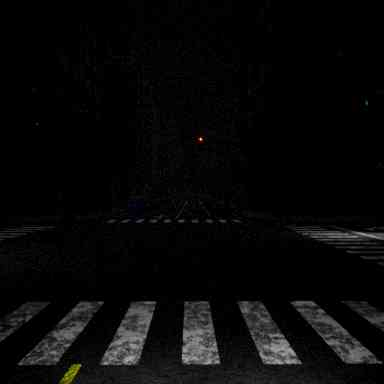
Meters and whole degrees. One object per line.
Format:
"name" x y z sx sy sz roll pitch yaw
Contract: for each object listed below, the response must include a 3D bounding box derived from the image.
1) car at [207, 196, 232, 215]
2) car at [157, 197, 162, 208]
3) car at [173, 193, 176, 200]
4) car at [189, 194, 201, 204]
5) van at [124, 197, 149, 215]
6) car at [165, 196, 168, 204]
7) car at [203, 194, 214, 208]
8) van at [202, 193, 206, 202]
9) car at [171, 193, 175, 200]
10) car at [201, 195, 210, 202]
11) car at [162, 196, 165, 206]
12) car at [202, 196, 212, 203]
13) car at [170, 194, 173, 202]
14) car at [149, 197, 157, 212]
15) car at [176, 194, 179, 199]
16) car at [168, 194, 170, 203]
"car" 2.842 1.442 33.352 1.967 1.590 4.097 0 0 0
"car" -5.623 1.569 44.732 1.947 1.339 4.313 0 0 0
"car" -5.442 1.522 78.571 1.752 1.417 4.829 0 0 0
"car" 0.338 1.566 63.725 1.994 1.385 4.181 0 0 0
"van" -5.684 1.343 33.395 1.690 1.788 3.998 0 0 0
"car" -5.563 1.569 56.068 1.947 1.339 4.313 0 0 0
"car" 2.902 1.443 44.690 1.967 1.590 4.097 0 0 0
"van" 2.963 1.344 56.028 1.690 1.788 3.998 0 0 0
"car" -5.472 1.544 73.072 1.887 1.381 4.507 0 0 0
"car" 3.084 1.437 78.706 1.967 1.590 4.097 0 0 0
"car" -5.593 1.585 50.400 1.802 1.307 4.206 0 0 0
"car" 3.024 1.552 67.367 2.008 1.369 4.403 0 0 0
"car" -5.502 1.567 67.404 1.947 1.339 4.313 0 0 0
"car" -5.654 1.443 39.064 1.967 1.590 4.097 0 0 0
"car" -5.381 1.307 90.078 2.192 1.841 5.009 0 0 0
"car" -5.533 1.527 61.566 1.752 1.417 4.829 0 0 0
